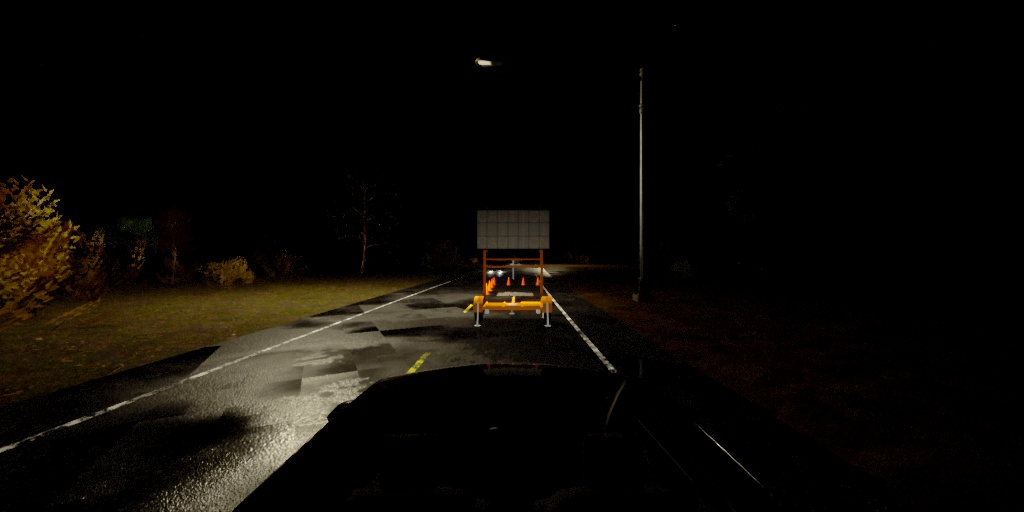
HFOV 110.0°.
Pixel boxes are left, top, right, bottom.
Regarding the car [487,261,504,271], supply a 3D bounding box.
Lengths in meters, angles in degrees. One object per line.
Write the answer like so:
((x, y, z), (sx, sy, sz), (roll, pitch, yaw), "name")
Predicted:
((-2.163, 1.306, 48.846), (1.994, 1.385, 4.181), (0, 0, 3), "car")

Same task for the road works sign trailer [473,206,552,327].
((0.042, 0.214, 11.569), (2.380, 3.560, 2.880), (0, 0, 1), "road works sign trailer")
